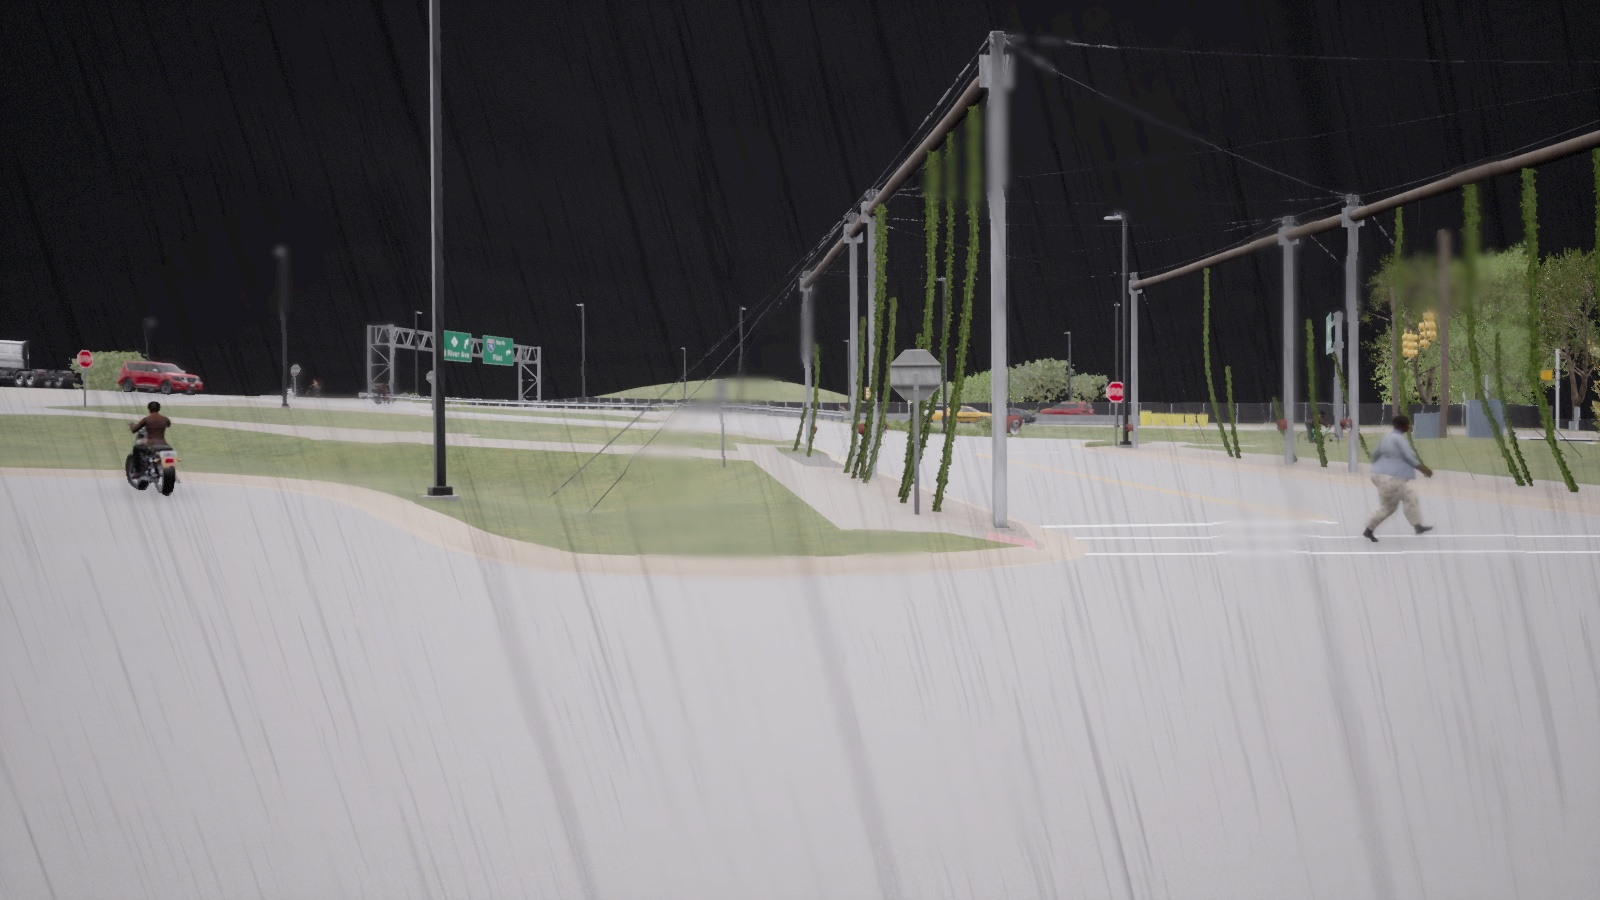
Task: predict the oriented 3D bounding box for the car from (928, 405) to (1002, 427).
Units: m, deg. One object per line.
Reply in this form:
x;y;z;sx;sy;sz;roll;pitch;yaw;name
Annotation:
12.666;-2.623;96.503;5.366;1.575;1.801;2;1;20;car

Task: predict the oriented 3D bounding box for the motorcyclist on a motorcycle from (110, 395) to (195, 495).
-11.355;-0.134;21.974;0.766;1.649;2.350;-2;3;-41;motorcyclist on a motorcycle

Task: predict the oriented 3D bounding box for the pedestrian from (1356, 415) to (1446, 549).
8.549;0.438;17.906;0.900;1.855;0.874;0;1;6;pedestrian

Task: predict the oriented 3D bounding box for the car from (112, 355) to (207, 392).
-40.677;-4.866;79.785;5.566;2.045;2.150;4;2;21;car

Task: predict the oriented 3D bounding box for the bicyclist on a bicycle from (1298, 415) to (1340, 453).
23.039;-0.727;55.749;1.656;1.620;0.582;2;1;19;bicyclist on a bicycle
